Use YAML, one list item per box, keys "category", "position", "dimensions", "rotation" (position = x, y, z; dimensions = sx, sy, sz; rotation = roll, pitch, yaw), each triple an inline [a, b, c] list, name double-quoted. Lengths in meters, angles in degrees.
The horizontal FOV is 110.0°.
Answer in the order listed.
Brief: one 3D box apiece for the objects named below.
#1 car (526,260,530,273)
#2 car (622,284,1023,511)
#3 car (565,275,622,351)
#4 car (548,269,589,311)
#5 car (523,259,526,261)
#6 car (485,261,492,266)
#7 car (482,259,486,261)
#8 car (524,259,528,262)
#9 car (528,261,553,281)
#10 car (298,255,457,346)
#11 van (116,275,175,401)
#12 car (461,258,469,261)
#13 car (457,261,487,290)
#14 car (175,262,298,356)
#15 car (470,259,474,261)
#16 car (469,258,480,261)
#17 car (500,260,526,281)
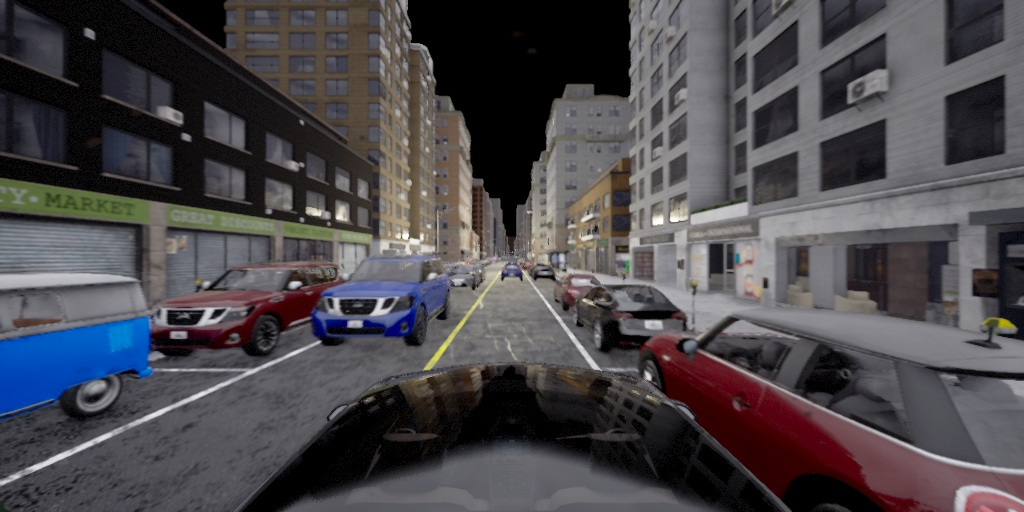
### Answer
- category: "car"
  position: [2.660, 1.389, 36.452]
  dimensions: [1.948, 1.339, 4.313]
  rotation: [0, 0, 0]
- category: "car"
  position: [2.668, 1.193, 3.302]
  dimensions: [1.967, 1.591, 4.097]
  rotation: [0, 0, 0]
- category: "car"
  position: [2.667, 1.331, 8.827]
  dimensions: [1.948, 1.339, 4.313]
  rotation: [0, 0, 0]
- category: "car"
  position: [2.665, 1.359, 14.352]
  dimensions: [1.802, 1.307, 4.207]
  rotation: [0, 0, 0]
- category: "car"
  position: [2.656, 1.440, 53.027]
  dimensions: [1.802, 1.307, 4.207]
  rotation: [0, 0, 0]
- category: "car"
  position: [-3.053, 1.353, 28.731]
  dimensions: [2.033, 1.411, 5.357]
  rotation: [0, 0, 1]
- category: "car"
  position: [-5.871, 1.435, 58.531]
  dimensions: [1.948, 1.339, 4.313]
  rotation: [0, 0, 0]
- category: "car"
  position: [2.659, 1.380, 41.977]
  dimensions: [1.888, 1.381, 4.507]
  rotation: [0, 0, 0]
- category: "car"
  position: [2.661, 1.377, 30.927]
  dimensions: [1.948, 1.339, 4.313]
  rotation: [0, 0, 0]
- category: "car"
  position: [-3.097, 0.987, 9.849]
  dimensions: [2.150, 2.045, 5.566]
  rotation: [0, 0, 0]
- category: "van"
  position: [-5.858, 1.094, 3.295]
  dimensions: [1.690, 1.789, 3.998]
  rotation: [0, 0, 0]
- category: "car"
  position: [-5.865, 1.263, 36.436]
  dimensions: [1.967, 1.591, 4.097]
  rotation: [0, 0, 0]
- category: "car"
  position: [-3.006, 1.290, 22.517]
  dimensions: [2.128, 1.511, 4.902]
  rotation: [0, 0, 0]
- category: "car"
  position: [-5.859, 1.079, 8.818]
  dimensions: [2.192, 1.841, 5.009]
  rotation: [0, 0, 0]
- category: "car"
  position: [-5.867, 1.360, 41.790]
  dimensions: [1.751, 1.417, 4.829]
  rotation: [0, 0, 0]
- category: "car"
  position: [-5.868, 1.161, 47.484]
  dimensions: [2.192, 1.841, 5.009]
  rotation: [0, 0, 0]
- category: "car"
  position: [0.003, 1.337, 31.026]
  dimensions: [1.812, 1.442, 4.674]
  rotation: [0, 0, 0]
